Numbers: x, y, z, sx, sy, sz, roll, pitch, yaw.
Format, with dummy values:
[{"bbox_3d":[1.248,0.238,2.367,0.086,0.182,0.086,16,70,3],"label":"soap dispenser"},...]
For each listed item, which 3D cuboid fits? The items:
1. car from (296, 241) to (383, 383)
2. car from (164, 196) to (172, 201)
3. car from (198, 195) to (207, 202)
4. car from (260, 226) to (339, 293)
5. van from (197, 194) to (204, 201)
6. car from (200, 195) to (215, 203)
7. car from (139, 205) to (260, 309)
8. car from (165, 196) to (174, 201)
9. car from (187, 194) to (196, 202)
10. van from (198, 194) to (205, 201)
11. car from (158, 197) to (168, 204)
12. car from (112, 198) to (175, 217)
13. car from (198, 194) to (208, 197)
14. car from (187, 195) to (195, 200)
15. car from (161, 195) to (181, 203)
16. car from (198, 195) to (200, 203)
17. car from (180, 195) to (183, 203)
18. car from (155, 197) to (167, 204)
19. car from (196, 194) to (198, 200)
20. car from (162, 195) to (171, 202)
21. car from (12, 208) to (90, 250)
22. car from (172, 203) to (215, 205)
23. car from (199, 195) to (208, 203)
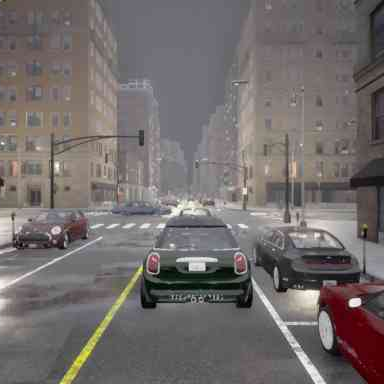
[{"bbox_3d":[2.682,1.545,3.171,1.887,1.381,4.507,0,0,0],"label":"car"},{"bbox_3d":[-6.103,1.721,85.579,1.802,1.307,4.206,0,0,0],"label":"car"},{"bbox_3d":[2.463,1.559,80.123,1.967,1.590,4.097,0,0,0],"label":"car"},{"bbox_3d":[2.694,1.553,8.662,2.008,1.369,4.403,0,0,0],"label":"car"},{"bbox_3d":[2.384,1.504,91.138,1.690,1.788,3.998,0,0,0],"label":"van"},{"bbox_3d":[2.660,1.590,52.589,1.887,1.381,4.507,0,0,0],"label":"car"},{"bbox_3d":[0.066,1.355,8.059,2.097,1.767,4.553,0,0,-1],"label":"car"},{"bbox_3d":[-6.142,1.728,91.087,1.947,1.339,4.313,0,0,0],"label":"car"},{"bbox_3d":[-0.208,1.707,80.091,1.895,1.301,4.718,0,0,0],"label":"car"},{"bbox_3d":[2.424,1.481,85.632,1.690,1.788,3.998,0,0,0],"label":"van"},{"bbox_3d":[-5.984,1.665,69.055,1.802,1.307,4.206,0,0,0],"label":"car"},{"bbox_3d":[-4.515,1.525,30.249,5.357,1.411,2.033,0,0,0],"label":"car"},{"bbox_3d":[2.580,1.595,63.773,1.752,1.417,4.829,0,0,0],"label":"car"},{"bbox_3d":[-0.280,1.543,90.067,1.994,1.385,4.181,0,0,0],"label":"car"},{"bbox_3d":[-3.085,1.589,50.206,2.033,1.411,5.357,0,0,-1],"label":"car"},{"bbox_3d":[2.621,1.622,58.095,1.947,1.339,4.313,0,0,0],"label":"car"},{"bbox_3d":[-3.139,1.661,60.023,1.895,1.301,4.718,0,0,0],"label":"car"},{"bbox_3d":[-5.944,1.613,63.547,1.887,1.381,4.507,0,0,0],"label":"car"},{"bbox_3d":[2.542,1.399,69.110,2.192,1.841,5.009,0,0,0],"label":"car"},{"bbox_3d":[-6.062,1.559,80.071,1.967,1.590,4.097,0,0,0],"label":"car"},{"bbox_3d":[-5.818,1.445,14.169,1.967,1.590,4.097,0,0,0],"label":"car"},{"bbox_3d":[0.133,1.497,15.361,2.128,1.511,4.902,0,0,0],"label":"car"},{"bbox_3d":[2.502,1.541,74.618,1.967,1.590,4.097,0,0,0],"label":"car"}]
